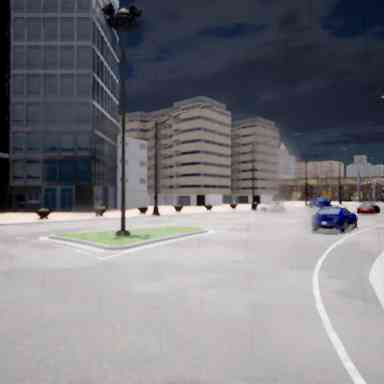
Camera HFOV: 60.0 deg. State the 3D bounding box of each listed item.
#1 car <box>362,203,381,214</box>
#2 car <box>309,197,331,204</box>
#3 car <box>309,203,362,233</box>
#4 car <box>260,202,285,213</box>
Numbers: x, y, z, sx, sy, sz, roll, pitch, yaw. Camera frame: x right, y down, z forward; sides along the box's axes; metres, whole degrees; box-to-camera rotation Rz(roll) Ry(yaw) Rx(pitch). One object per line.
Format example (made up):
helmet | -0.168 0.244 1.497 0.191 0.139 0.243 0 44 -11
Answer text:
car | 22.242 2.056 41.828 1.994 1.385 4.181 0 -1 42
car | 22.338 1.886 57.914 2.150 2.045 5.566 0 -1 42
car | 9.425 1.731 21.845 1.882 1.535 5.008 -1 -1 38
car | 11.008 2.034 45.291 1.812 1.442 4.674 0 -1 42
